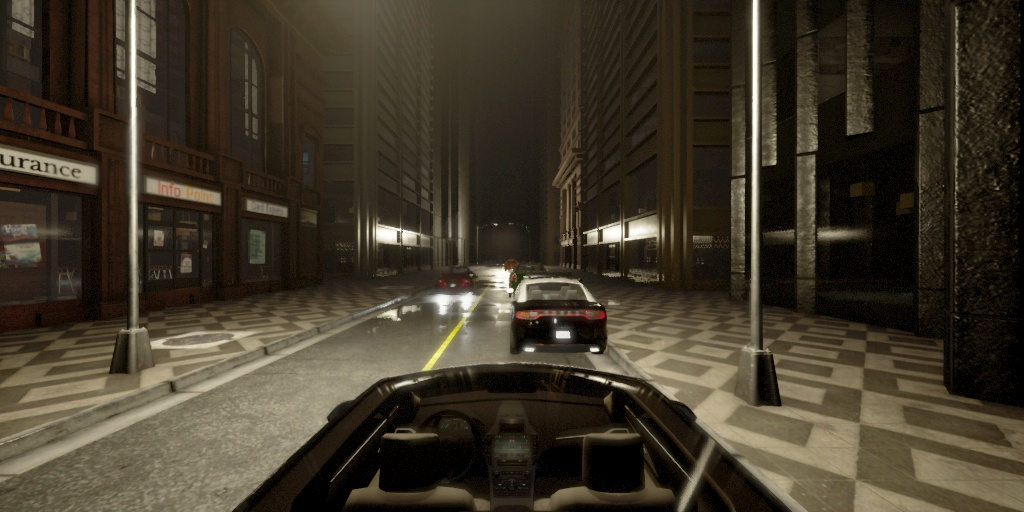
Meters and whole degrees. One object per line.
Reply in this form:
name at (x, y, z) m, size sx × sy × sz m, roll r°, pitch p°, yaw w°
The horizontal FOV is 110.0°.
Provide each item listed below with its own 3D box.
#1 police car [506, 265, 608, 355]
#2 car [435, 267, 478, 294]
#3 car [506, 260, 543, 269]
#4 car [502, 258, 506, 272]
police car at (0.891, 1.177, 8.867) m, size 1.930 × 1.638 × 5.238 m, roll 0°, pitch 0°, yaw 0°
car at (-3.024, 1.323, 20.346) m, size 1.994 × 1.385 × 4.181 m, roll 0°, pitch 0°, yaw 0°
car at (0.878, 1.109, 18.728) m, size 2.097 × 1.767 × 4.553 m, roll 0°, pitch 0°, yaw 0°
car at (-0.019, 1.277, 48.196) m, size 1.882 × 1.535 × 5.008 m, roll 0°, pitch 0°, yaw 0°
